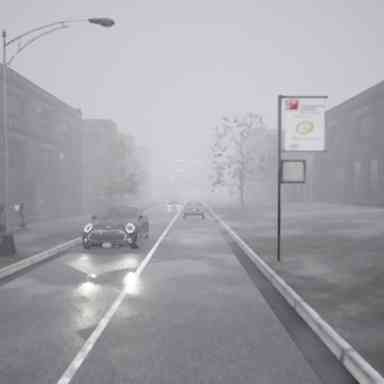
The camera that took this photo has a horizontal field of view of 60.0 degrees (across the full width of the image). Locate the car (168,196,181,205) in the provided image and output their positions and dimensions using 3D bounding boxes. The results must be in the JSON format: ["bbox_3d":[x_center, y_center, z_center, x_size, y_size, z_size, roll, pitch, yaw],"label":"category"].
[{"bbox_3d":[-2.910,1.434,55.639,1.837,1.490,4.892,0,0,1],"label":"car"}]

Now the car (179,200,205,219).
[{"bbox_3d":[0.162,1.510,29.048,2.033,1.411,5.357,0,0,0],"label":"car"}]

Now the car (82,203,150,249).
[{"bbox_3d":[-3.088,1.333,14.315,2.097,1.767,4.553,0,0,0],"label":"car"}]
